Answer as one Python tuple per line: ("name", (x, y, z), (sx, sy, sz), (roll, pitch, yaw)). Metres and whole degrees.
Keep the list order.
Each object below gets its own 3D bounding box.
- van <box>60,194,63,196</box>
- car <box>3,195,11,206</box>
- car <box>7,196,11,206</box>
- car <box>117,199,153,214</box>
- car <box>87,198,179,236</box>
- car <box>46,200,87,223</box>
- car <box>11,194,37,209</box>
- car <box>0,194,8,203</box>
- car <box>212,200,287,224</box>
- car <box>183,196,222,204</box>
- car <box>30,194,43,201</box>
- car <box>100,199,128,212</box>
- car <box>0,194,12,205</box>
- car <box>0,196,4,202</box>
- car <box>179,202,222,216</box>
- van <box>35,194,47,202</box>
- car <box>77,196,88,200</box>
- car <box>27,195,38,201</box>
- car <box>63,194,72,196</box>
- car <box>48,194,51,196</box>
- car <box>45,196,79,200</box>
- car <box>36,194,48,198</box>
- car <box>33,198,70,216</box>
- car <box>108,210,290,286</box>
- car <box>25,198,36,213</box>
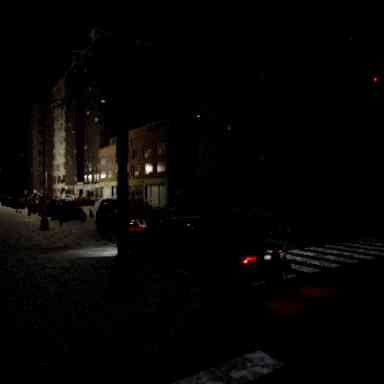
("van", (-21.998, 1.305, 57.834), (1.690, 1.788, 3.998), (0, 0, -34))
("car", (-28.630, 1.573, 53.303), (1.947, 1.339, 4.313), (0, 0, -34))
("car", (-25.424, 1.582, 48.616), (1.802, 1.307, 4.206), (0, 0, -34))
("car", (-5.969, 1.472, 34.396), (1.887, 1.381, 4.507), (0, 0, -34))
("car", (-2.982, 1.262, 15.809), (2.192, 1.841, 5.009), (0, 0, -34))
("car", (-9.394, 1.529, 25.183), (1.947, 1.339, 4.313), (0, 0, -34))
("car", (-22.219, 1.433, 43.930), (1.967, 1.590, 4.097), (0, 0, -34))
("car", (-41.456, 1.348, 72.049), (2.192, 1.841, 5.009), (0, 0, -34))
("car", (3.552, 1.429, 20.473), (1.752, 1.417, 4.829), (0, 0, -34))
("car", (0.441, 1.226, 25.020), (2.192, 1.841, 5.009), (0, 0, -34))
("car", (-38.027, 1.310, 81.271), (2.192, 1.841, 5.009), (0, 0, -34))
("car", (-9.175, 1.517, 39.083), (1.802, 1.307, 4.206), (0, 0, -34))
("car", (-31.838, 1.329, 57.989), (2.192, 1.841, 5.009), (0, 0, -34))
("car", (-44.565, 1.564, 76.595), (1.752, 1.417, 4.829), (0, 0, -34))
("car", (-0.768, 1.459, 17.067), (1.812, 1.442, 4.674), (0, 1, -34))
("van", (-34.821, 1.330, 76.584), (1.690, 1.788, 3.998), (0, 0, -34))
("car", (-15.587, 1.494, 48.459), (1.887, 1.381, 4.507), (0, 0, -34))
("car", (-41.232, 1.582, 85.960), (1.802, 1.307, 4.206), (0, 0, -34))
("car", (-18.793, 1.397, 53.146), (1.967, 1.590, 4.097), (0, 0, -34))
("car", (-25.203, 1.521, 62.522), (2.008, 1.369, 4.403), (0, 0, -34))
("car", (-14.975, 1.515, 37.886), (2.033, 1.411, 5.357), (0, 0, -34))
("car", (-31.616, 1.298, 71.896), (2.192, 1.841, 5.009), (0, 0, -34))
("car", (-12.600, 1.516, 29.870), (1.887, 1.381, 4.507), (0, 0, -34))
("car", (0.002, 1.466, 9.324), (2.033, 1.411, 5.357), (4, -1, -43))
("car", (-15.806, 1.560, 34.557), (1.802, 1.307, 4.206), (0, 0, -34))
